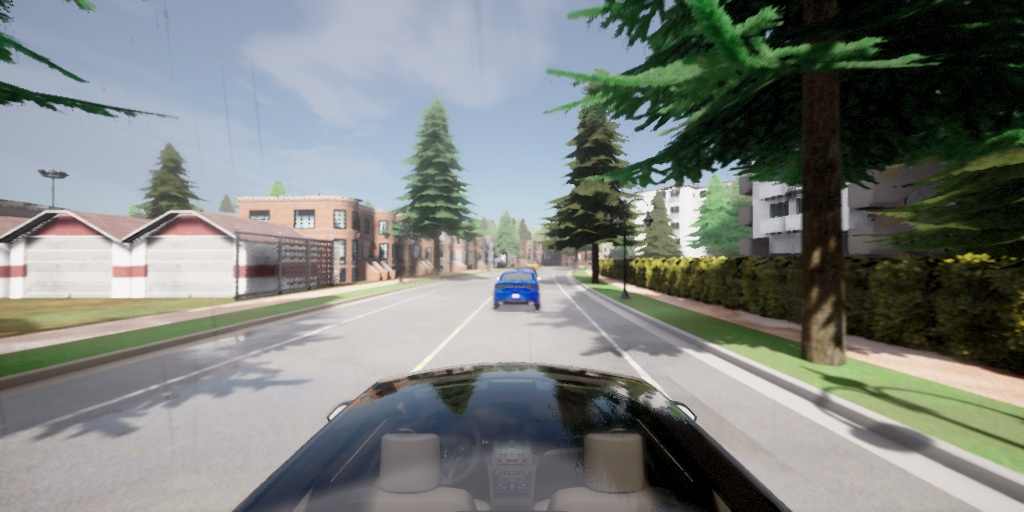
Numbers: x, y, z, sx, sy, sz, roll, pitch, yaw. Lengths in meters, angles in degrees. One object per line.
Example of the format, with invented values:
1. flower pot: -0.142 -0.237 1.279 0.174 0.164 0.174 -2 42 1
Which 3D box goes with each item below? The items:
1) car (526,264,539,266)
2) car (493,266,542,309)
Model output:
1. car: 1.167 1.583 29.165 2.033 1.411 5.357 0 -1 6
2. car: 0.291 1.376 16.010 1.882 1.535 5.008 0 0 3
